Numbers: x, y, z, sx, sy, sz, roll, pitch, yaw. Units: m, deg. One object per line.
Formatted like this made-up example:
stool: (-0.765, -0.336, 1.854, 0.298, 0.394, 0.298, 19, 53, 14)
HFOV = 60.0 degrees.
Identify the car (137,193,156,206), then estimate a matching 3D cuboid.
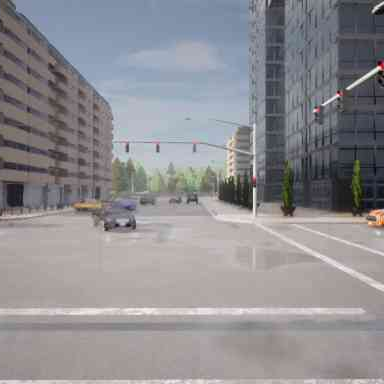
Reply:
car: (-7.225, 1.221, 55.147, 2.150, 2.045, 5.566, 0, 0, 1)

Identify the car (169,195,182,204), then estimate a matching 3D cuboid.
car: (-3.416, 1.526, 64.323, 1.812, 1.442, 4.674, 0, 0, 1)

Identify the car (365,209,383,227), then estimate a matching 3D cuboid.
car: (13.584, 1.407, 21.176, 4.553, 1.767, 2.097, 0, 0, 0)

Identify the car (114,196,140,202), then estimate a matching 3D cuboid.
car: (-7.407, 1.477, 36.825, 1.882, 1.535, 5.008, 0, 0, 0)

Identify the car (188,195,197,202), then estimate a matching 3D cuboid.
car: (0.116, 1.500, 74.616, 1.837, 1.490, 4.892, 0, 0, 1)

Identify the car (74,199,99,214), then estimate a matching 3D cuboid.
car: (-10.906, 1.477, 35.242, 1.882, 1.535, 5.008, 0, 0, 0)

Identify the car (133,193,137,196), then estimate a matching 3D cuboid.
car: (-10.517, 1.254, 65.644, 2.150, 2.045, 5.566, 0, 1, 1)

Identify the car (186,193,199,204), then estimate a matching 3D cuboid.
car: (0.078, 1.221, 63.904, 2.150, 2.045, 5.566, 0, 0, 1)

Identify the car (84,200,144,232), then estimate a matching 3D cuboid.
car: (-4.987, 1.517, 20.598, 2.128, 1.511, 4.902, 0, 0, -28)

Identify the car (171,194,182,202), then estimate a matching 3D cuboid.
car: (-3.391, 1.355, 74.340, 2.097, 1.767, 4.553, 0, 0, 1)

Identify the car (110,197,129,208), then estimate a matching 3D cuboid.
car: (-10.796, 1.527, 49.681, 1.812, 1.442, 4.674, 0, 1, 1)
